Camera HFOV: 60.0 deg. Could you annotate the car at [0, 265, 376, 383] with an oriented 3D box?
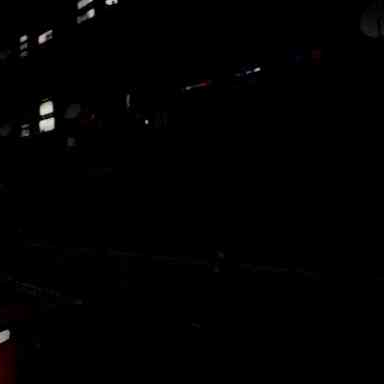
[{"bbox_3d":[-0.694,1.572,3.238,4.507,1.381,1.887,-1,-2,36],"label":"car"}]
